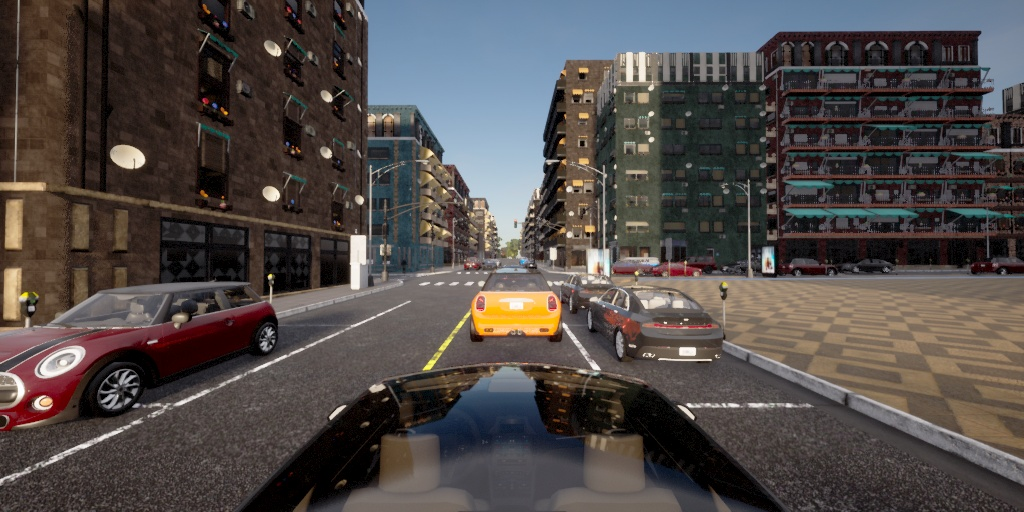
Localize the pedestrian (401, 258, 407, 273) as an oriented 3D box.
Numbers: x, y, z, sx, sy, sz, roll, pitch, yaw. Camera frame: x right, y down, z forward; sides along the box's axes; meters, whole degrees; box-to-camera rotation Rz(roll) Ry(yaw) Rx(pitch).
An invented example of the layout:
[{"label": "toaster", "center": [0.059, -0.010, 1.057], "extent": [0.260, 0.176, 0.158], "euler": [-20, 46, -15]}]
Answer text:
[{"label": "pedestrian", "center": [-12.541, 1.097, 41.672], "extent": [0.375, 1.860, 0.375], "euler": [0, 0, 0]}]

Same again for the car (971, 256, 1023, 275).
[{"label": "car", "center": [41.336, 0.811, 29.959], "extent": [4.097, 1.591, 1.967], "euler": [0, 0, 0]}]

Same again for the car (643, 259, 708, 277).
[{"label": "car", "center": [13.699, 1.162, 30.149], "extent": [4.207, 1.307, 1.802], "euler": [0, 0, 0]}]

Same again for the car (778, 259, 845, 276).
[{"label": "car", "center": [24.755, 0.935, 30.073], "extent": [4.097, 1.591, 1.967], "euler": [0, 0, 0]}]

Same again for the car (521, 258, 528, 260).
[{"label": "car", "center": [2.676, 1.334, 51.712], "extent": [1.948, 1.339, 4.313], "euler": [0, 0, 0]}]

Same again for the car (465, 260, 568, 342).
[{"label": "car", "center": [0.095, 1.104, 9.928], "extent": [2.097, 1.767, 4.553], "euler": [0, 0, 0]}]

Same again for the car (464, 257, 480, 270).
[{"label": "car", "center": [-5.705, 1.083, 51.749], "extent": [2.192, 1.841, 5.009], "euler": [0, 0, 0]}]

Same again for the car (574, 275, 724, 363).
[{"label": "car", "center": [2.819, 1.302, 7.949], "extent": [2.007, 1.370, 4.403], "euler": [0, 0, 0]}]

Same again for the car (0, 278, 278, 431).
[{"label": "car", "center": [-5.820, 1.191, 5.711], "extent": [1.967, 1.591, 4.097], "euler": [0, 0, 0]}]

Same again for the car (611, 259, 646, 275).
[{"label": "car", "center": [11.191, 1.234, 35.968], "extent": [5.357, 1.411, 2.033], "euler": [0, -1, 0]}]

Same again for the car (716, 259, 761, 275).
[{"label": "car", "center": [23.762, 1.082, 35.881], "extent": [4.902, 1.511, 2.128], "euler": [0, -1, 1]}]

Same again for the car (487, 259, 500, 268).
[{"label": "car", "center": [-3.098, 1.298, 60.997], "extent": [1.812, 1.442, 4.674], "euler": [0, 0, 0]}]

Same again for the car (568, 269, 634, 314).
[{"label": "car", "center": [2.817, 1.304, 13.519], "extent": [2.007, 1.370, 4.403], "euler": [0, 0, 0]}]

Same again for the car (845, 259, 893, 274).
[{"label": "car", "center": [34.953, 1.010, 35.796], "extent": [4.892, 1.490, 1.837], "euler": [0, -1, 0]}]

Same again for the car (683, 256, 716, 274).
[{"label": "car", "center": [19.286, 0.977, 38.491], "extent": [5.009, 1.841, 2.192], "euler": [0, 0, 0]}]
